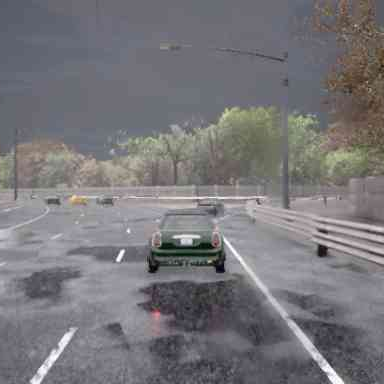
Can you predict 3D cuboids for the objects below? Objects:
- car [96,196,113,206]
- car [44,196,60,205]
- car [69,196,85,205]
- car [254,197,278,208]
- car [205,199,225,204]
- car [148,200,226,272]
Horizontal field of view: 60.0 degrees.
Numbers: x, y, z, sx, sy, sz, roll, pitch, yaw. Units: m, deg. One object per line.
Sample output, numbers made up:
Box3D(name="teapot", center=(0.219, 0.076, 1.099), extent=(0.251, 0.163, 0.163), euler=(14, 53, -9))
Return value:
Box3D(name="car", center=(-14.041, 1.378, 53.351), extent=(1.837, 1.490, 4.892), euler=(0, 0, -29))
Box3D(name="car", center=(-23.400, 1.368, 55.446), extent=(1.882, 1.535, 5.008), euler=(0, 0, -32))
Box3D(name="car", center=(-19.111, 1.358, 55.156), extent=(1.882, 1.535, 5.008), euler=(0, 0, -30))
Box3D(name="car", center=(9.691, 1.405, 44.126), extent=(1.994, 1.385, 4.181), euler=(0, 0, 41))
Box3D(name="car", center=(1.775, 1.395, 30.030), extent=(2.128, 1.511, 4.902), euler=(0, 0, 18))
Box3D(name="car", center=(-0.170, 1.318, 10.833), extent=(2.097, 1.767, 4.553), euler=(0, 0, -1))
